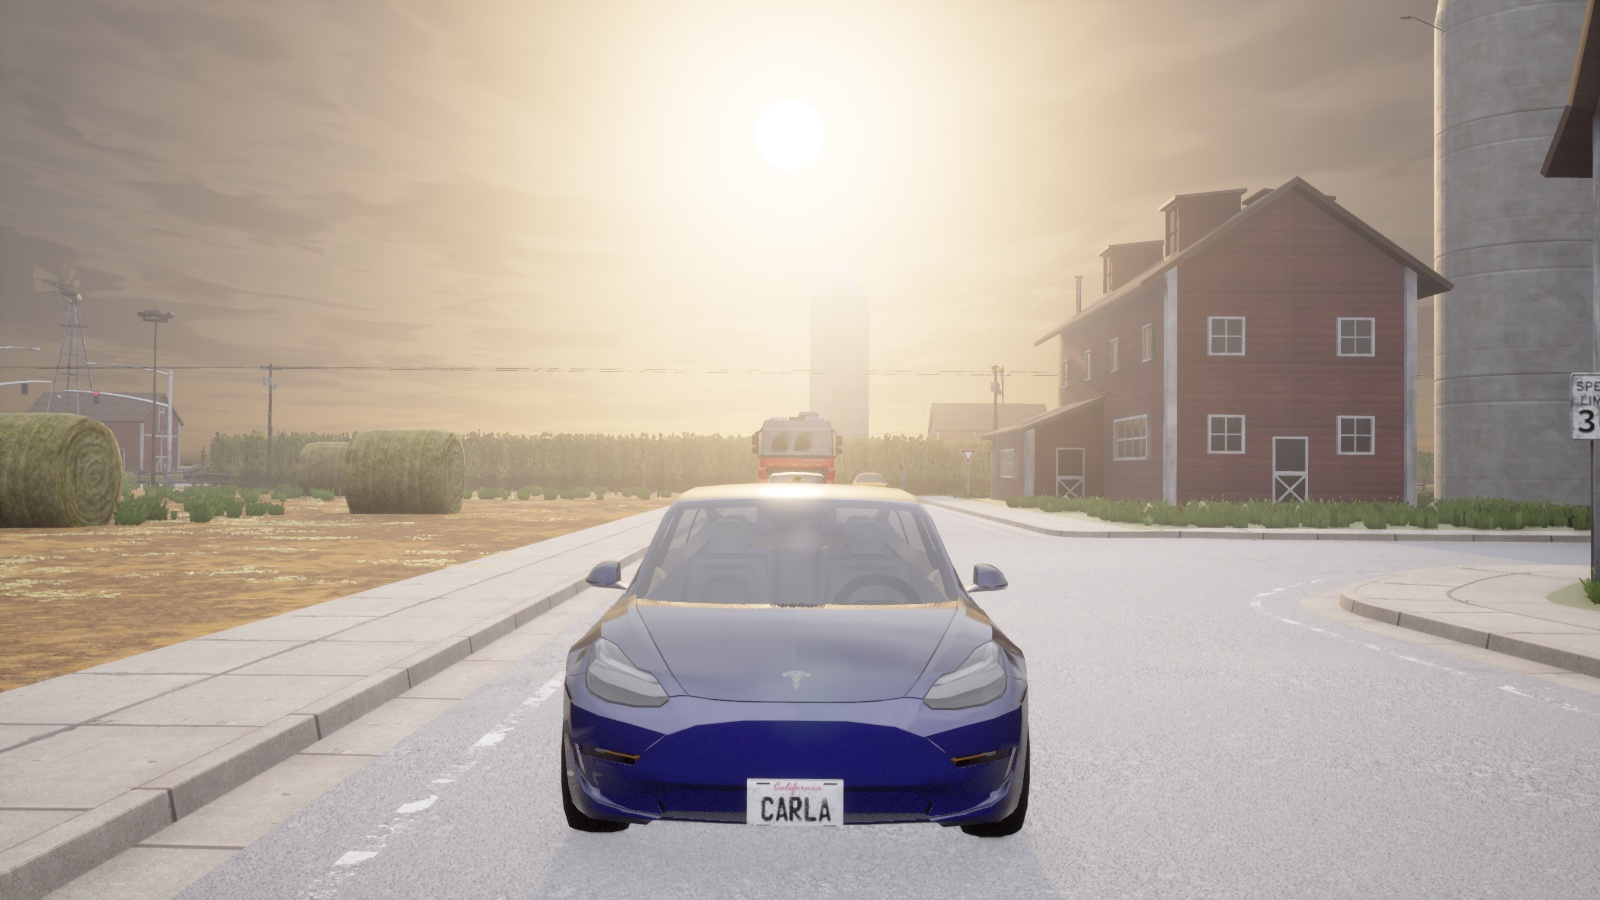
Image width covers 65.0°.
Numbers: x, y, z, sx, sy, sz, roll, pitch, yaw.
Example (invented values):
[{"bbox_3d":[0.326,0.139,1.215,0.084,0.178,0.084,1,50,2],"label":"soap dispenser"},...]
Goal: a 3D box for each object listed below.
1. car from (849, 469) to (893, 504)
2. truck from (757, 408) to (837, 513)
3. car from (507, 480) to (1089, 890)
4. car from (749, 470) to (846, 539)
[{"bbox_3d":[3.364,1.725,60.538,1.801,1.575,5.366,0,-1,0],"label":"car"},{"bbox_3d":[-0.109,0.450,49.877,2.891,3.827,8.468,0,-1,0],"label":"truck"},{"bbox_3d":[-0.010,0.931,7.078,2.163,1.488,4.792,0,-1,0],"label":"car"},{"bbox_3d":[-0.065,1.250,30.028,2.128,1.511,4.902,0,-1,0],"label":"car"}]
